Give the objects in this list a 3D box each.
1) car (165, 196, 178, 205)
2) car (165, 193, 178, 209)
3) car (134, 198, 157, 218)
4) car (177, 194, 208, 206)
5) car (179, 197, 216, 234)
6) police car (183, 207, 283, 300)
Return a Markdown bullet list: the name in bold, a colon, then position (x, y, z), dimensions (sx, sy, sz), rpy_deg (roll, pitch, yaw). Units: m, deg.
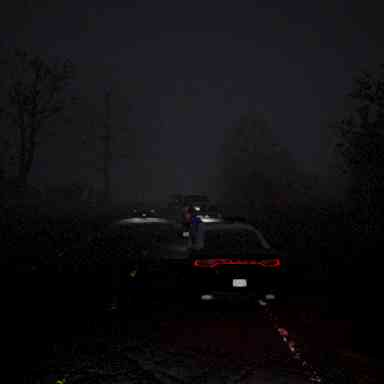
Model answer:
- **car**: position (-3.695, 1.502, 59.193), dimensions (1.837, 1.490, 4.892), rpy_deg (0, 0, -8)
- **car**: position (-2.186, 1.216, 45.305), dimensions (2.150, 2.045, 5.566), rpy_deg (0, 0, -5)
- **car**: position (-4.177, 1.543, 30.499), dimensions (2.033, 1.411, 5.357), rpy_deg (0, 0, -4)
- **car**: position (0.206, 1.219, 24.523), dimensions (2.150, 2.045, 5.566), rpy_deg (0, 0, -3)
- **car**: position (0.493, 1.347, 18.440), dimensions (2.097, 1.767, 4.553), rpy_deg (0, 0, -2)
- **police car**: position (0.799, 1.423, 8.536), dimensions (1.930, 1.638, 5.238), rpy_deg (0, 0, -1)
